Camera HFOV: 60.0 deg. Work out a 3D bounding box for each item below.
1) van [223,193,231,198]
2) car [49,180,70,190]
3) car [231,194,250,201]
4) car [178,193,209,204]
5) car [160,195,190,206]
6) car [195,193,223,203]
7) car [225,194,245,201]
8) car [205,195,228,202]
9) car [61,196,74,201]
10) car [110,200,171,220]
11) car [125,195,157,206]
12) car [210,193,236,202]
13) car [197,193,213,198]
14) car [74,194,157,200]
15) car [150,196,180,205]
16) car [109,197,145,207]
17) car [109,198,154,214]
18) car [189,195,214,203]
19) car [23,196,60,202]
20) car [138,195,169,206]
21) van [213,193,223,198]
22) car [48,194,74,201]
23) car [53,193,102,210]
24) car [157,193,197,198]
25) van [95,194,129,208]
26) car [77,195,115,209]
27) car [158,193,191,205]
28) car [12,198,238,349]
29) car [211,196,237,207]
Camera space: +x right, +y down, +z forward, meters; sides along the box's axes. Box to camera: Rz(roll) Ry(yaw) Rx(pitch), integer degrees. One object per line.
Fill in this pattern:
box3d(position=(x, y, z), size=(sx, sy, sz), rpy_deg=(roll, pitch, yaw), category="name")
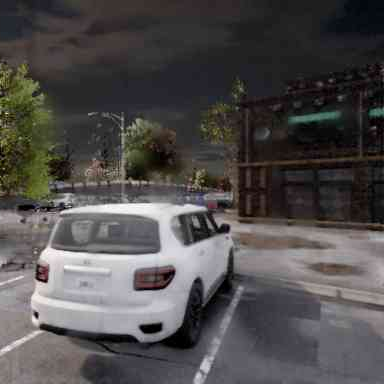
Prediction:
box3d(position=(2.356, 1.270, 38.675), size=(4.442, 1.987, 1.878), rpy_deg=(1, 0, 14), category="van")
box3d(position=(-20.042, -0.936, 48.472), size=(1.812, 1.442, 4.674), rpy_deg=(0, 4, 35), category="car")
box3d(position=(12.115, 1.374, 83.550), size=(4.553, 1.767, 2.185), rpy_deg=(-1, -1, 14), category="car")
box3d(position=(0.309, 1.245, 66.012), size=(5.566, 2.045, 2.435), rpy_deg=(-1, -1, 14), category="car")
box3d(position=(-2.516, 1.252, 51.295), size=(2.128, 1.511, 4.902), rpy_deg=(0, 0, 34), category="car")
box3d(position=(3.638, 1.247, 71.038), size=(5.566, 2.045, 2.435), rpy_deg=(-1, 0, 14), category="car")
box3d(position=(10.422, 1.374, 81.040), size=(4.553, 1.767, 2.185), rpy_deg=(-1, -1, 14), category="car")
box3d(position=(5.397, 1.527, 73.523), size=(4.792, 1.488, 2.163), rpy_deg=(-1, -1, 14), category="car")
box3d(position=(-11.817, 1.507, 37.736), size=(1.837, 1.490, 4.892), rpy_deg=(0, 0, 34), category="car")
box3d(position=(-4.427, 1.518, 28.894), size=(4.792, 1.488, 2.163), rpy_deg=(1, 1, 14), category="car")
box3d(position=(-8.165, 1.369, 53.493), size=(4.553, 1.767, 2.185), rpy_deg=(-1, 0, 14), category="car")
box3d(position=(7.087, 1.247, 76.030), size=(5.566, 2.045, 2.435), rpy_deg=(-1, -1, 14), category="car")
box3d(position=(-1.105, 1.240, 33.802), size=(5.566, 2.045, 2.435), rpy_deg=(1, 1, 14), category="car")
box3d(position=(-6.029, 1.236, 26.456), size=(5.566, 2.045, 2.435), rpy_deg=(1, 0, 14), category="car")
box3d(position=(-4.775, 1.525, 58.507), size=(4.792, 1.488, 2.163), rpy_deg=(-1, -1, 14), category="car")
box3d(position=(-9.896, 1.495, 51.017), size=(4.892, 1.521, 2.231), rpy_deg=(-1, -1, 14), category="car")
box3d(position=(-6.525, 1.481, 36.277), size=(1.882, 1.535, 5.008), rpy_deg=(0, 0, 34), category="car")
box3d(position=(1.982, 1.498, 68.510), size=(4.892, 1.521, 2.231), rpy_deg=(-1, 0, 14), category="car")
box3d(position=(-18.393, 1.517, 38.495), size=(4.792, 1.488, 2.163), rpy_deg=(-1, 0, 14), category="car")
box3d(position=(-6.473, 1.369, 56.005), size=(4.553, 1.767, 2.185), rpy_deg=(-1, 0, 14), category="car")
box3d(position=(0.696, 1.268, 36.226), size=(4.442, 1.987, 1.878), rpy_deg=(1, 0, 14), category="van")
box3d(position=(-16.701, 1.238, 41.001), size=(5.566, 2.045, 2.435), rpy_deg=(-1, 0, 14), category="car")
box3d(position=(-14.951, 1.239, 43.512), size=(5.566, 2.045, 2.435), rpy_deg=(-1, -1, 14), category="car")
box3d(position=(-2.766, 1.238, 31.353), size=(5.566, 2.045, 2.435), rpy_deg=(1, 1, 14), category="car")
box3d(position=(-11.702, 1.268, 48.535), size=(4.442, 1.987, 1.878), rpy_deg=(-1, 0, 14), category="van")
box3d(position=(-13.313, 1.366, 46.023), size=(4.553, 1.767, 2.185), rpy_deg=(-1, -1, 14), category="car")
box3d(position=(-3.141, 1.245, 61.026), size=(5.566, 2.045, 2.435), rpy_deg=(-1, 0, 14), category="car")
box3d(position=(-0.565, 1.233, 6.606), size=(2.435, 2.045, 5.566), rpy_deg=(0, -1, 15), category="car")
box3d(position=(5.261, 1.501, 53.692), size=(2.128, 1.511, 4.902), rpy_deg=(0, 0, 34), category="car")
